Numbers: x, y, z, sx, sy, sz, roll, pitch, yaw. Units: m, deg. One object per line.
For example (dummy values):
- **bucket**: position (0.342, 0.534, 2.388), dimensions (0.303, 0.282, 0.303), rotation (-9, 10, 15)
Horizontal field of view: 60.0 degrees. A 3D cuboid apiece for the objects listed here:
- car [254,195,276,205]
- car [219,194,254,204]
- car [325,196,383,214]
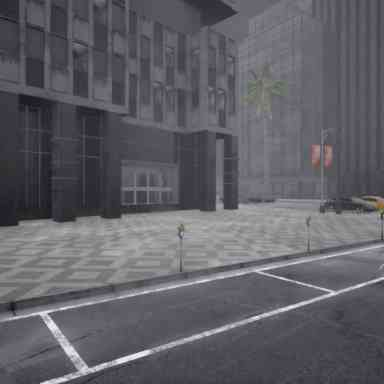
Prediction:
- **car**: position (9.331, 1.055, 46.305), dimensions (1.895, 1.301, 4.718), rotation (0, 1, -35)
- **car**: position (5.719, 0.925, 45.785), dimensions (1.837, 1.490, 4.892), rotation (0, 0, -35)
- **car**: position (15.369, 1.214, 32.184), dimensions (1.837, 1.490, 4.892), rotation (0, 1, -35)
